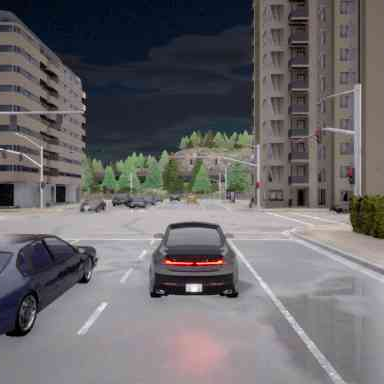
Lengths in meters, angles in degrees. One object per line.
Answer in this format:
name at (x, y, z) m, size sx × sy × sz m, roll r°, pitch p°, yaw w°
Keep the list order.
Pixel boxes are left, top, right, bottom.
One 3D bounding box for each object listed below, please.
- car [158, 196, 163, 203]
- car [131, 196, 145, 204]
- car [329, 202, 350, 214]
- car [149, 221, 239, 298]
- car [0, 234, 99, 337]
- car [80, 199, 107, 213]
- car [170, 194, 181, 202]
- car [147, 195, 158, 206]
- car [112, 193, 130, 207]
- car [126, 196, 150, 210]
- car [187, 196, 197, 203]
car at (-7.118, 1.554, 69.249) m, size 1.994 × 1.385 × 4.181 m, roll 0°, pitch 0°, yaw 0°
car at (-10.647, 1.564, 65.495) m, size 1.994 × 1.385 × 4.181 m, roll 0°, pitch 0°, yaw 0°
car at (17.286, 1.547, 34.639) m, size 5.357 × 1.411 × 2.033 m, roll 0°, pitch 0°, yaw 0°
car at (0.049, 1.505, 8.505) m, size 1.837 × 1.490 × 4.892 m, roll 0°, pitch 0°, yaw 0°
car at (-3.461, 1.547, 6.576) m, size 2.033 × 1.411 × 5.357 m, roll 0°, pitch 0°, yaw 0°
car at (-10.661, 1.491, 36.097) m, size 2.128 × 1.511 × 4.902 m, roll 0°, pitch 0°, yaw 0°
car at (-3.625, 1.194, 72.963) m, size 2.097 × 1.767 × 4.553 m, roll 0°, pitch 0°, yaw 0°
car at (-7.178, 1.352, 53.952) m, size 2.097 × 1.767 × 4.553 m, roll 0°, pitch 0°, yaw 0°
car at (-10.687, 1.222, 50.989) m, size 2.150 × 2.045 × 5.566 m, roll 0°, pitch 0°, yaw -1°
car at (-7.036, 1.564, 43.394) m, size 1.994 × 1.385 × 4.181 m, roll 0°, pitch 0°, yaw -3°
car at (-0.037, 1.477, 70.059) m, size 1.882 × 1.535 × 5.008 m, roll 0°, pitch 0°, yaw 0°
